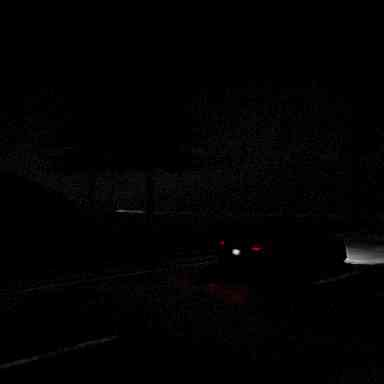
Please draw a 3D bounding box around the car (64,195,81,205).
[{"bbox_3d":[-20.484,1.315,57.057,1.882,1.535,5.008,0,0,-34],"label":"car"}]

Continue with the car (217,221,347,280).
[{"bbox_3d":[2.802,1.578,10.042,4.181,1.385,1.994,0,0,-35],"label":"car"}]

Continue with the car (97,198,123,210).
[{"bbox_3d":[-10.730,1.522,43.314,2.128,1.511,4.902,0,0,-39],"label":"car"}]
